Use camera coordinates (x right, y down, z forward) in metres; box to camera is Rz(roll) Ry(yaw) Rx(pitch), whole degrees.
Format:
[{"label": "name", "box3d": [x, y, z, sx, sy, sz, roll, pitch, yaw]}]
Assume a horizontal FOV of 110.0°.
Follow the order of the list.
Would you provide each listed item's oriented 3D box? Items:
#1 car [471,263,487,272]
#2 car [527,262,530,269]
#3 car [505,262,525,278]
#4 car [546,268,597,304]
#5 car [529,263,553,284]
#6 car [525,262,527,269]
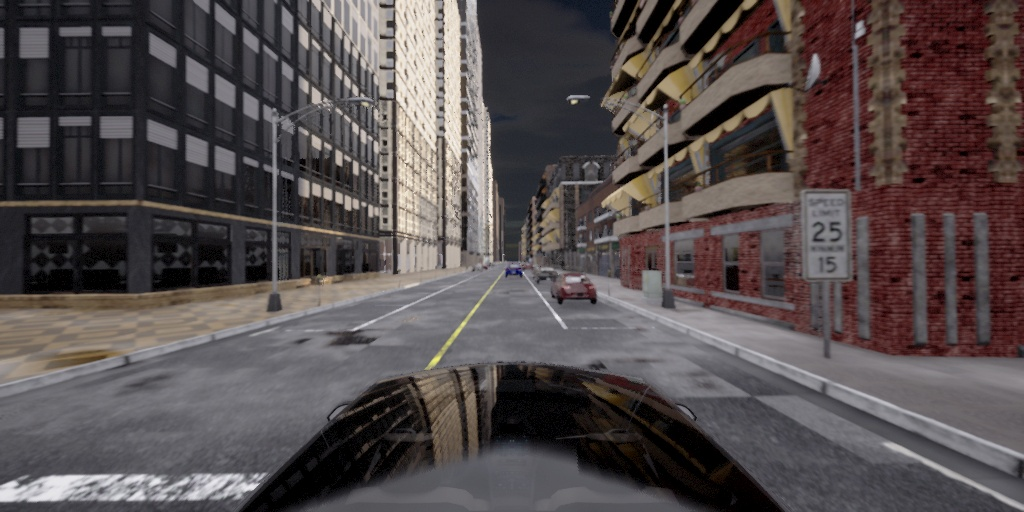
[{"label": "car", "box3d": [-5.549, 1.857, 57.747, 2.007, 1.370, 4.403, 0, 0, 0]}, {"label": "car", "box3d": [2.772, 1.567, 35.133, 2.007, 1.370, 4.403, 0, 0, 0]}, {"label": "car", "box3d": [0.187, 1.562, 39.937, 1.882, 1.535, 5.008, 0, -1, 0]}, {"label": "car", "box3d": [2.774, 1.424, 16.568, 1.802, 1.307, 4.207, 0, 0, 0]}, {"label": "car", "box3d": [2.757, 1.514, 29.485, 2.007, 1.370, 4.403, 0, 0, 0]}, {"label": "car", "box3d": [2.845, 1.871, 63.374, 1.802, 1.307, 4.207, 0, 0, 0]}]
